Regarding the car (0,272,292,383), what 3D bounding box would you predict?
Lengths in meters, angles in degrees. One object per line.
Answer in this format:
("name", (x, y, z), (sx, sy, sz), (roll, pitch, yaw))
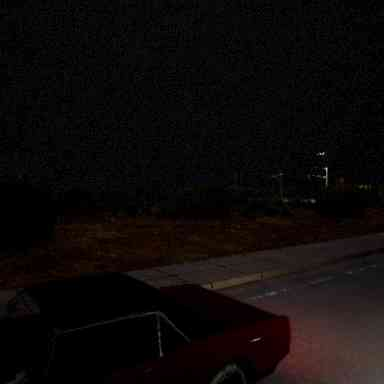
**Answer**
("car", (-1.284, 1.600, 3.083), (4.718, 1.301, 1.895), (0, 0, -36))
